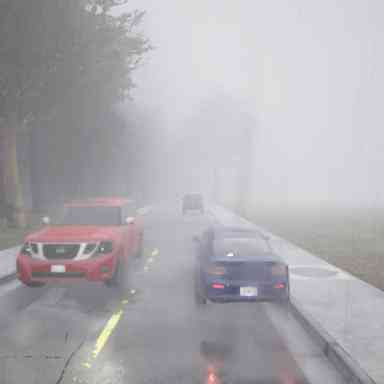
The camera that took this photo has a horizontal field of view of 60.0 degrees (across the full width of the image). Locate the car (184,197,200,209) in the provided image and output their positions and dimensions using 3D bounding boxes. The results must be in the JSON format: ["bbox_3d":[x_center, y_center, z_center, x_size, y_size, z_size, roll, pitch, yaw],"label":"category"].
[{"bbox_3d":[0.079,1.491,46.464,2.128,1.511,4.902,0,0,1],"label":"car"}]

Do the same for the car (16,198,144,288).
[{"bbox_3d":[-2.740,1.221,9.588,2.150,2.045,5.566,0,0,0],"label":"car"}]

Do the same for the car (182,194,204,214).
[{"bbox_3d":[0.110,1.221,35.888,2.150,2.045,5.566,0,0,0],"label":"car"}]

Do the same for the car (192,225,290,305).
[{"bbox_3d":[0.971,1.526,7.964,1.812,1.442,4.674,0,0,0],"label":"car"}]
